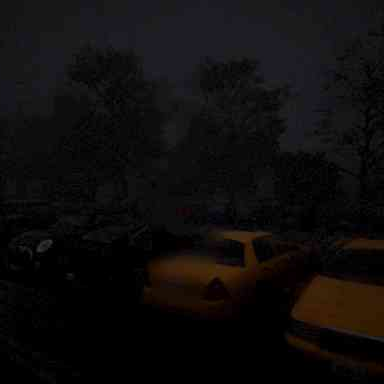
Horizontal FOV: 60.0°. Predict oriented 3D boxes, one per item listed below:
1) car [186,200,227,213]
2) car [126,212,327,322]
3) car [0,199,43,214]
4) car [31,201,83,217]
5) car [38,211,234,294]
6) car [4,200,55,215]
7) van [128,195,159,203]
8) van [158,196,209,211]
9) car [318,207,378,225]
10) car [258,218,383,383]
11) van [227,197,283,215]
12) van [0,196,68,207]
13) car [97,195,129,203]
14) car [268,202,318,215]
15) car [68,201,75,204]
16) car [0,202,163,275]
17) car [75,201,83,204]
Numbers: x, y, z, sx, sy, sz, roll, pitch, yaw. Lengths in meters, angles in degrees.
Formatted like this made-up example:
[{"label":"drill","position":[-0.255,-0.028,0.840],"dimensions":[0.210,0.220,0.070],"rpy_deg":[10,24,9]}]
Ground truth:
[{"label":"car","position":[2.085,1.520,22.733],"dimensions":[2.097,1.535,5.008],"rpy_deg":[0,0,36]},{"label":"car","position":[1.239,1.492,7.442],"dimensions":[1.946,1.575,5.366],"rpy_deg":[0,0,36]},{"label":"car","position":[-20.394,1.688,38.921],"dimensions":[2.097,1.535,5.008],"rpy_deg":[0,0,36]},{"label":"car","position":[-13.749,1.679,34.141],"dimensions":[2.002,1.452,4.674],"rpy_deg":[0,0,36]},{"label":"car","position":[-1.118,1.501,8.905],"dimensions":[2.231,1.521,4.892],"rpy_deg":[0,0,36]},{"label":"car","position":[-18.144,1.712,37.303],"dimensions":[2.002,1.452,4.674],"rpy_deg":[0,0,36]},{"label":"van","position":[-2.482,1.328,25.874],"dimensions":[1.878,1.987,4.442],"rpy_deg":[0,0,36]},{"label":"van","position":[-0.098,1.311,24.443],"dimensions":[1.878,1.987,4.442],"rpy_deg":[0,0,36]},{"label":"car","position":[8.733,1.520,17.971],"dimensions":[2.163,1.488,4.792],"rpy_deg":[0,0,36]},{"label":"car","position":[3.175,1.494,5.590],"dimensions":[1.946,1.575,5.366],"rpy_deg":[0,0,36]},{"label":"van","position":[4.278,1.280,21.013],"dimensions":[1.878,1.987,4.442],"rpy_deg":[0,0,35]},{"label":"van","position":[-7.804,1.316,13.875],"dimensions":[1.878,1.987,4.442],"rpy_deg":[0,0,36]},{"label":"car","position":[-4.677,1.319,27.565],"dimensions":[2.435,2.045,5.566],"rpy_deg":[0,0,36]},{"label":"car","position":[6.592,1.525,19.514],"dimensions":[2.163,1.488,4.792],"rpy_deg":[0,0,36]},{"label":"car","position":[-11.405,1.621,32.442],"dimensions":[2.097,1.535,5.008],"rpy_deg":[0,0,36]},{"label":"car","position":[-3.351,1.385,10.560],"dimensions":[2.185,1.767,4.553],"rpy_deg":[0,0,36]},{"label":"car","position":[-6.924,1.336,29.185],"dimensions":[2.435,2.045,5.566],"rpy_deg":[0,0,36]}]
